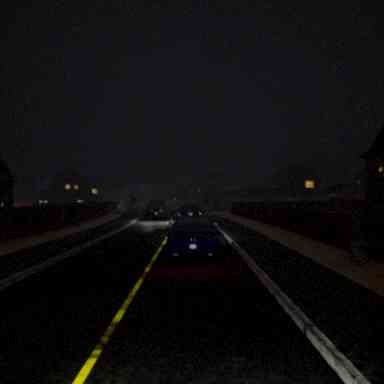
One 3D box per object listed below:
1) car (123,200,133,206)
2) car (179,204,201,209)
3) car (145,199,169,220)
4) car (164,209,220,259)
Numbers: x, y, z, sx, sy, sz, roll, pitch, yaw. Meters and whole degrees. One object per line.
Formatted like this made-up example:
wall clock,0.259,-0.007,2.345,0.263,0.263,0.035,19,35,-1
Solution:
car,-18.082,2.976,93.811,2.097,1.767,4.553,0,-1,-22
car,-0.274,1.745,26.993,2.097,1.767,4.553,0,-1,-3
car,-3.583,1.730,34.170,2.150,2.045,5.566,0,-1,-4
car,0.050,1.668,13.447,1.882,1.535,5.008,0,-1,0
